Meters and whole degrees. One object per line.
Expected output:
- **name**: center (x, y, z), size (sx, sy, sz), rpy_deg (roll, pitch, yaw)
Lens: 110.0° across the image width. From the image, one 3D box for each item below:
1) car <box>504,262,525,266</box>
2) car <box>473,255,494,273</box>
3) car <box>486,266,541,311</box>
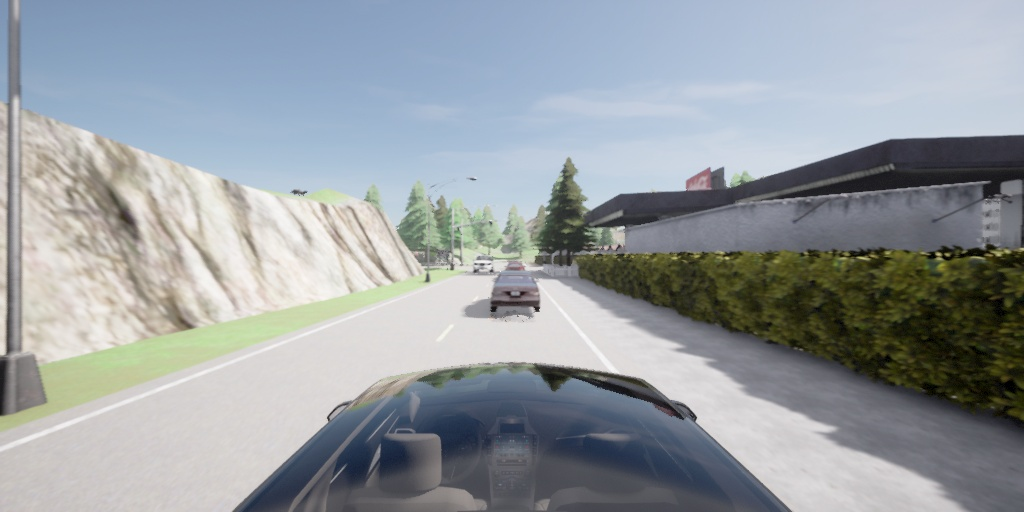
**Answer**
- **car**: center (0.255, 1.238, 31.636), size (1.812, 1.442, 4.674), rpy_deg (0, 0, 0)
- **car**: center (-3.288, 0.900, 42.424), size (2.150, 2.045, 5.566), rpy_deg (0, 0, 0)
- **car**: center (0.139, 1.281, 14.306), size (2.033, 1.411, 5.357), rpy_deg (0, 0, 1)
